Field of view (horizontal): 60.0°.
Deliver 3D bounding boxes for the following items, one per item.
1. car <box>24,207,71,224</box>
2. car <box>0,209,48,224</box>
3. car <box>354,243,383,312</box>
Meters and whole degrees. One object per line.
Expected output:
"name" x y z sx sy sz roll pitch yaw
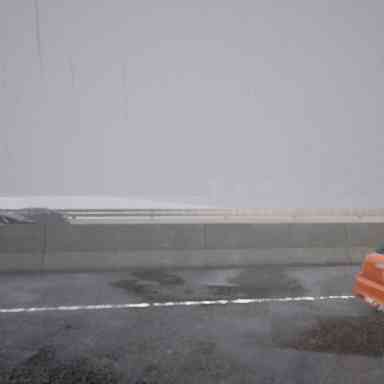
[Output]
"car" -10.469 1.748 21.539 4.902 1.511 2.128 0 -1 -8
"car" -9.295 1.669 14.637 4.892 1.490 1.837 0 -1 -8
"car" 5.460 1.467 5.944 4.553 1.767 2.097 0 -1 -8
